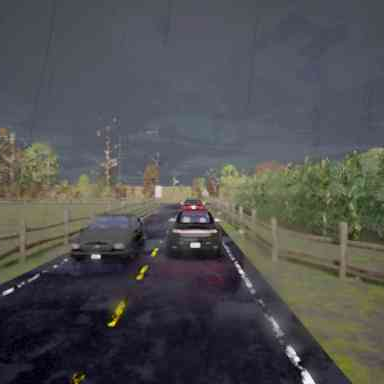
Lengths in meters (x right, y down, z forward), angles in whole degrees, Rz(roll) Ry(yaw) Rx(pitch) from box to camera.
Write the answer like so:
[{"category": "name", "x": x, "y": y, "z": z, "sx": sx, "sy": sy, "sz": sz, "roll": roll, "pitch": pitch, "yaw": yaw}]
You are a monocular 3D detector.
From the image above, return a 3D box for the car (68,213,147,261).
[{"category": "car", "x": -2.849, "y": 1.532, "z": 12.521, "sx": 2.033, "sy": 1.411, "sz": 5.357, "roll": 0, "pitch": 0, "yaw": 0}]

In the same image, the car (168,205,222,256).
[{"category": "car", "x": 0.103, "y": 1.475, "z": 12.984, "sx": 2.128, "sy": 1.511, "sz": 4.902, "roll": 0, "pitch": 0, "yaw": 0}]

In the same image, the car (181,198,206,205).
[{"category": "car", "x": 0.108, "y": 1.306, "z": 28.913, "sx": 2.097, "sy": 1.767, "sz": 4.553, "roll": 0, "pitch": 0, "yaw": 0}]

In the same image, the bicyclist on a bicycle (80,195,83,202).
[{"category": "bicyclist on a bicycle", "x": -22.401, "y": 1.342, "z": 67.261, "sx": 0.582, "sy": 1.620, "sz": 1.656, "roll": 0, "pitch": 1, "yaw": 1}]
